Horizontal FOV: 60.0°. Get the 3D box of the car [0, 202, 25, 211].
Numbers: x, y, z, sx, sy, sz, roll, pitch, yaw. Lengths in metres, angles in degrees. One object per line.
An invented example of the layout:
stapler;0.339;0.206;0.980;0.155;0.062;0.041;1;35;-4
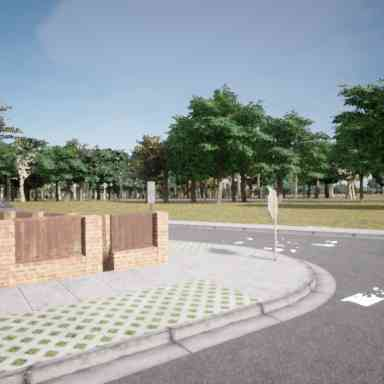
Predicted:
car;-14.698;1.539;25.596;4.553;1.767;2.097;0;0;31
